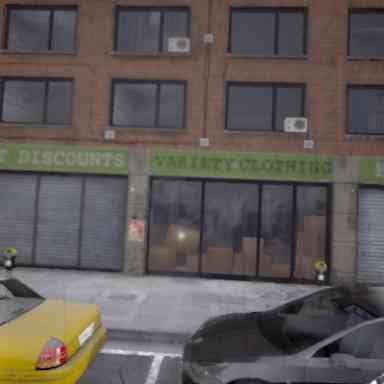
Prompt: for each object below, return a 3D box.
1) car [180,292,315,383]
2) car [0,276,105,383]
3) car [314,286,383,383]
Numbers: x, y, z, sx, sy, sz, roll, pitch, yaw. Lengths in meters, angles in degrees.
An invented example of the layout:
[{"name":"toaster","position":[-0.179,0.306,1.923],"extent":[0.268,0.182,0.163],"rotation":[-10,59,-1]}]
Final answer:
[{"name":"car","position":[2.058,1.850,3.871],"extent":[4.313,1.339,1.947],"rotation":[2,-2,3]},{"name":"car","position":[-3.604,1.625,4.204],"extent":[4.829,1.417,1.752],"rotation":[2,-2,3]},{"name":"car","position":[3.324,1.578,1.797],"extent":[4.553,1.767,2.097],"rotation":[2,-3,3]}]
